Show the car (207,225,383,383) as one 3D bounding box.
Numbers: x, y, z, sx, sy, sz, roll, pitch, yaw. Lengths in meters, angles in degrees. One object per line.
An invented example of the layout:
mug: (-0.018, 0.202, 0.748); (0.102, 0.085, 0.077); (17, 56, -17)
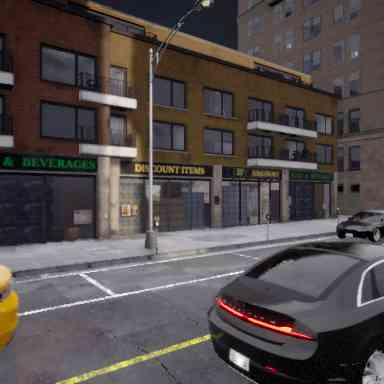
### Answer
car: (2.468, 1.506, 4.917); (4.892, 1.490, 1.837); (0, 0, -35)

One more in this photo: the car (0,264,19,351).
car: (-4.635, 1.477, 3.472); (5.008, 1.535, 1.882); (0, 0, -35)

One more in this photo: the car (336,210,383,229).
car: (8.836, 1.567, 16.200); (4.313, 1.339, 1.947); (0, 0, -35)
